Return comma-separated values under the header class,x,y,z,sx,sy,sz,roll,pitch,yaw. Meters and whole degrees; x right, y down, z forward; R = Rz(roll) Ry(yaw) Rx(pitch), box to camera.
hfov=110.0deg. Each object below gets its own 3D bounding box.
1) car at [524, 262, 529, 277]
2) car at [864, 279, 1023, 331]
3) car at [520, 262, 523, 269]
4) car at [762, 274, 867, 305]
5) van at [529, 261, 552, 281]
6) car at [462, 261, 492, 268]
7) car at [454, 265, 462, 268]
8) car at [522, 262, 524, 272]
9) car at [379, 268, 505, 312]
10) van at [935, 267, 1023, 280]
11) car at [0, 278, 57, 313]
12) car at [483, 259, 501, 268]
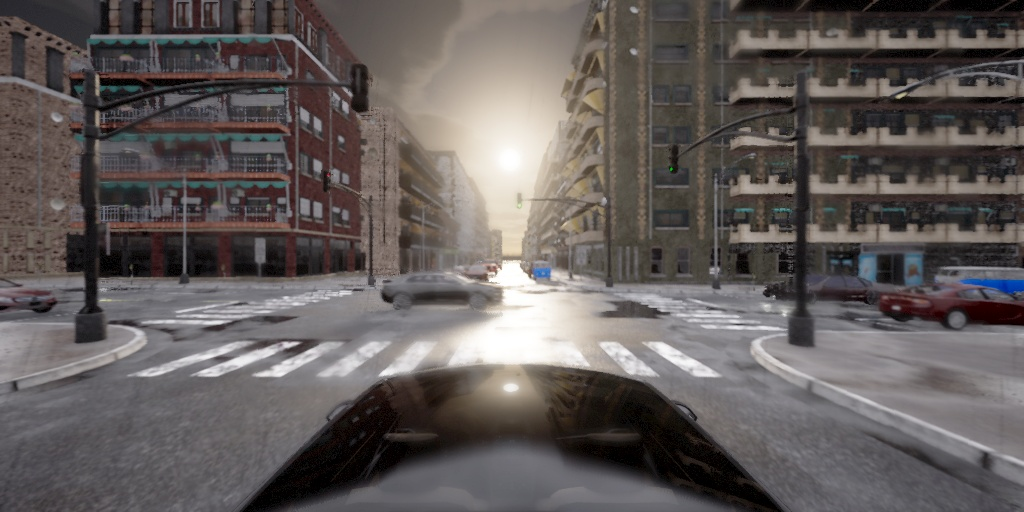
class,x,y,z,sx,sy,sz,roll,pitch,yaw
car,2.783,1.436,39.935,2.192,1.841,5.009,0,0,0
car,14.723,1.588,11.645,4.507,1.381,1.888,0,0,0
car,2.765,1.746,56.495,1.967,1.591,4.097,0,0,0
car,15.403,1.598,17.442,5.357,1.411,2.033,0,0,0
van,2.864,1.404,34.438,1.690,1.789,3.998,0,0,0
car,-3.060,1.517,32.003,1.882,1.535,5.008,0,0,-1
car,-5.784,1.703,39.998,1.802,1.307,4.207,0,0,0
car,2.757,1.767,51.143,1.751,1.417,4.829,0,0,0
car,-2.750,1.367,14.403,4.902,1.511,2.128,0,-1,0
van,26.120,1.508,19.976,3.998,1.789,1.690,0,0,0
car,-17.729,1.305,11.755,4.207,1.307,1.802,0,0,0
car,-3.028,1.428,48.217,2.150,2.045,5.566,0,0,0
